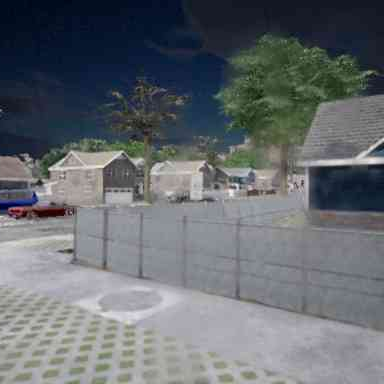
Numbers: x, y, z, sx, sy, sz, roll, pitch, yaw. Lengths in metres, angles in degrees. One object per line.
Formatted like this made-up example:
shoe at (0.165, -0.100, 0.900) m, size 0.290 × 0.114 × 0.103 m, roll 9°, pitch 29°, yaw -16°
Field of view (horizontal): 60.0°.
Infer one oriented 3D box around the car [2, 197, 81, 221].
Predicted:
car at (-10.394, 1.270, 23.583) m, size 1.895 × 1.301 × 4.718 m, roll 0°, pitch 0°, yaw 34°

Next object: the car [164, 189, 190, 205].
car at (-1.264, 0.690, 43.223) m, size 2.150 × 2.045 × 5.566 m, roll 0°, pitch 1°, yaw 34°

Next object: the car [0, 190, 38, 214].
car at (-13.888, 0.882, 24.196) m, size 2.150 × 2.045 × 5.566 m, roll 0°, pitch 1°, yaw 33°

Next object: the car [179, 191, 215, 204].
car at (0.906, 0.974, 40.618) m, size 1.882 × 1.535 × 5.008 m, roll 0°, pitch 1°, yaw 34°
